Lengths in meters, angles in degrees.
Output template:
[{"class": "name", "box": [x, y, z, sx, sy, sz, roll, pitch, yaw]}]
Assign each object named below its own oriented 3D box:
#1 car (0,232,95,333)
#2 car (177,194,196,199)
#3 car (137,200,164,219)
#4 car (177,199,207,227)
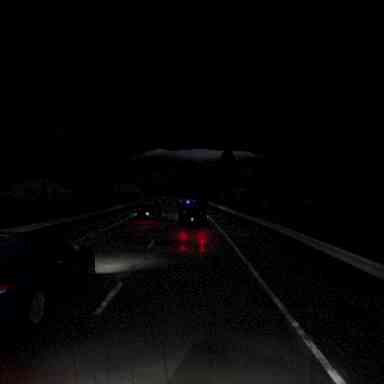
[{"class": "car", "box": [-3.401, 1.525, 6.662, 1.812, 1.442, 4.674, 0, 0, 0]}, {"class": "car", "box": [-0.614, 1.220, 40.457, 2.150, 2.045, 5.566, 0, 0, -3]}, {"class": "car", "box": [-3.660, 1.502, 29.296, 1.837, 1.490, 4.892, 0, 0, -2]}, {"class": "car", "box": [-0.011, 1.489, 22.963, 2.128, 1.511, 4.902, 0, 0, -1]}]
